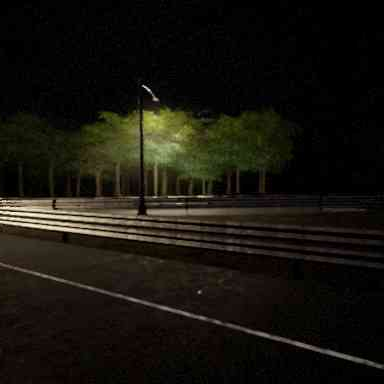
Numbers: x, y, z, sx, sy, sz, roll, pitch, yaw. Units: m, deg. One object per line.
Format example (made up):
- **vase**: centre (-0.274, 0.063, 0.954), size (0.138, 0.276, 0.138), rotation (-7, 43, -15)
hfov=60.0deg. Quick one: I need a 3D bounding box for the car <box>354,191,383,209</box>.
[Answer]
- **car**: centre (17.754, 0.662, 31.316), size (4.553, 1.767, 2.097), rotation (-1, 0, -6)
